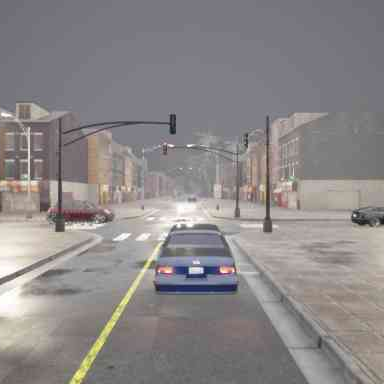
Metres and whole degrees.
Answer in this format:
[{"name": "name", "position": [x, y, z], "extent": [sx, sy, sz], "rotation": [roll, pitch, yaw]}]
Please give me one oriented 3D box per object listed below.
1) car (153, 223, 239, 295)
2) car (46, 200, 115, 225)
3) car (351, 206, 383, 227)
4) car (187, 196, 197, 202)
[{"name": "car", "position": [0.080, 1.549, 8.885], "extent": [2.033, 1.411, 5.357], "rotation": [0, 0, 0]}, {"name": "car", "position": [-7.865, 1.378, 23.854], "extent": [4.553, 1.767, 2.097], "rotation": [0, 0, -4]}, {"name": "car", "position": [12.351, 1.522, 21.002], "extent": [4.313, 1.339, 1.947], "rotation": [0, 0, 0]}, {"name": "car", "position": [0.002, 1.548, 75.819], "extent": [1.882, 1.535, 5.008], "rotation": [0, 0, 0]}]
